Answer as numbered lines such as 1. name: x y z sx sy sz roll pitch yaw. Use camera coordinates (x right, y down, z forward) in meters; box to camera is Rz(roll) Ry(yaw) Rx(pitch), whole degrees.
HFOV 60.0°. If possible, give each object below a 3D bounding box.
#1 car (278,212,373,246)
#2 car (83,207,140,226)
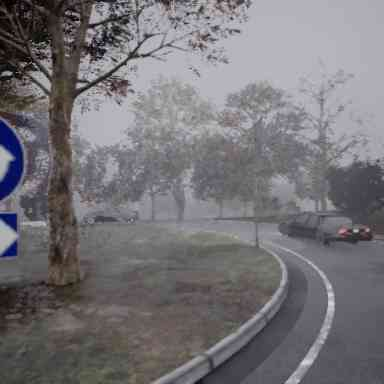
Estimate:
1. car: 6.299 1.712 16.471 2.033 1.411 5.357 0 0 -14
2. car: -6.976 2.087 28.778 4.902 1.511 2.128 -2 -2 12
